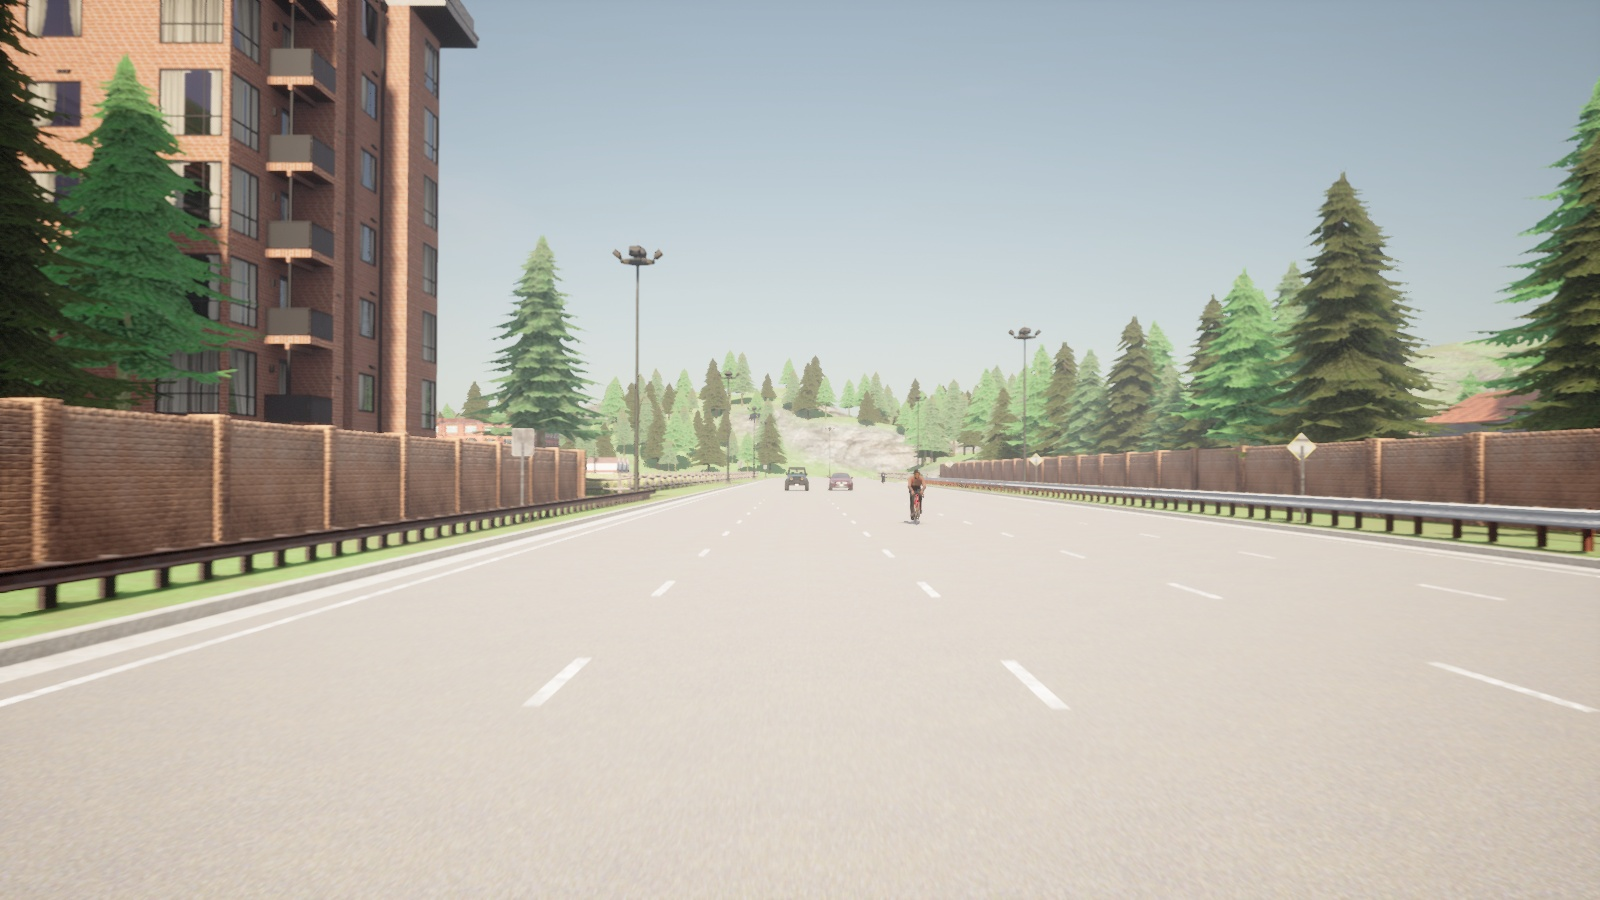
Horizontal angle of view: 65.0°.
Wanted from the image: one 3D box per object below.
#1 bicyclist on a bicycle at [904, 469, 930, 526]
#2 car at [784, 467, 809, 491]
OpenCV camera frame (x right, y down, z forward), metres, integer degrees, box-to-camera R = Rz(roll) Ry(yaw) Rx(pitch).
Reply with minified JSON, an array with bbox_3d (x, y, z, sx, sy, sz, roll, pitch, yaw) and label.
[{"bbox_3d":[3.410,1.368,36.703,0.582,1.620,1.656,0,-1,0],"label":"bicyclist on a bicycle"},{"bbox_3d":[-0.231,2.253,98.219,1.905,1.878,3.866,0,-1,0],"label":"car"}]
